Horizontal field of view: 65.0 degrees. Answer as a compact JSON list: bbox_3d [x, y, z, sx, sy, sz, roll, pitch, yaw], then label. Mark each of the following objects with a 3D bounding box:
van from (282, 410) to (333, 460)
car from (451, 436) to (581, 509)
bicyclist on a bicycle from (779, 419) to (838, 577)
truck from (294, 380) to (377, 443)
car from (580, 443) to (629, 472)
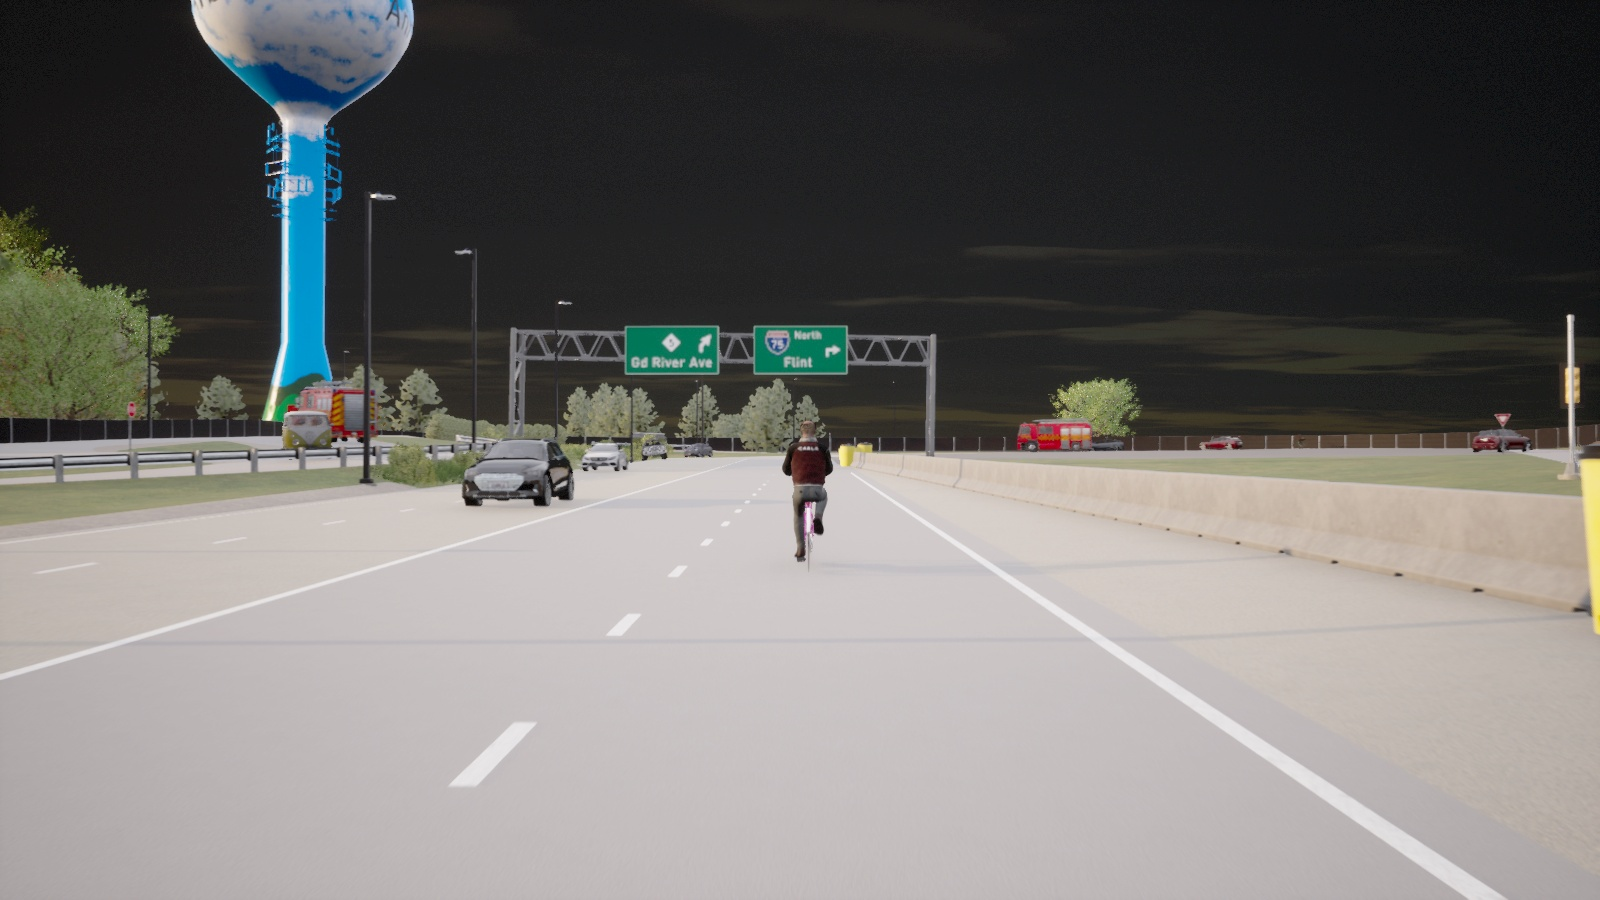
[{"bbox_3d":[-20.464,-0.661,52.081,1.775,1.987,4.442,-1,2,-23],"label":"van"},{"bbox_3d":[-6.812,0.496,30.680,2.033,1.649,4.856,0,0,0],"label":"car"},{"bbox_3d":[0.101,0.535,15.093,0.659,1.776,1.843,0,1,0],"label":"bicyclist on a bicycle"},{"bbox_3d":[-29.901,-2.468,80.634,2.891,3.827,8.468,0,2,-35],"label":"truck"},{"bbox_3d":[-10.118,0.354,65.218,1.812,1.442,4.674,0,0,0],"label":"car"}]
